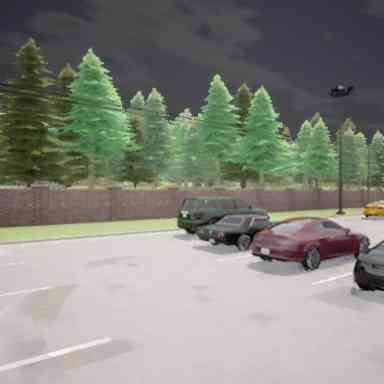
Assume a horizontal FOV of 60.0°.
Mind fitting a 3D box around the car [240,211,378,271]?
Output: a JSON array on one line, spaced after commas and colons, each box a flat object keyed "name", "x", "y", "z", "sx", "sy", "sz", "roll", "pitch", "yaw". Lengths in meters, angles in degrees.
[{"name": "car", "x": 3.977, "y": 1.537, "z": 10.942, "sx": 4.674, "sy": 1.442, "sz": 1.812, "roll": 0, "pitch": 0, "yaw": -36}]

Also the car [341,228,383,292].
[{"name": "car", "x": 5.661, "y": 1.566, "z": 7.826, "sx": 4.181, "sy": 1.385, "sz": 1.994, "roll": 0, "pitch": 0, "yaw": -36}]

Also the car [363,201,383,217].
[{"name": "car", "x": 16.814, "y": 1.492, "z": 28.808, "sx": 5.008, "sy": 1.535, "sz": 1.882, "roll": 0, "pitch": 0, "yaw": -36}]

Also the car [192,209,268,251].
[{"name": "car", "x": 2.580, "y": 1.622, "z": 14.232, "sx": 4.718, "sy": 1.301, "sz": 1.895, "roll": 0, "pitch": 0, "yaw": -36}]

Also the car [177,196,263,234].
[{"name": "car", "x": 1.813, "y": 1.251, "z": 17.996, "sx": 5.566, "sy": 2.045, "sz": 2.150, "roll": 0, "pitch": 0, "yaw": -36}]
